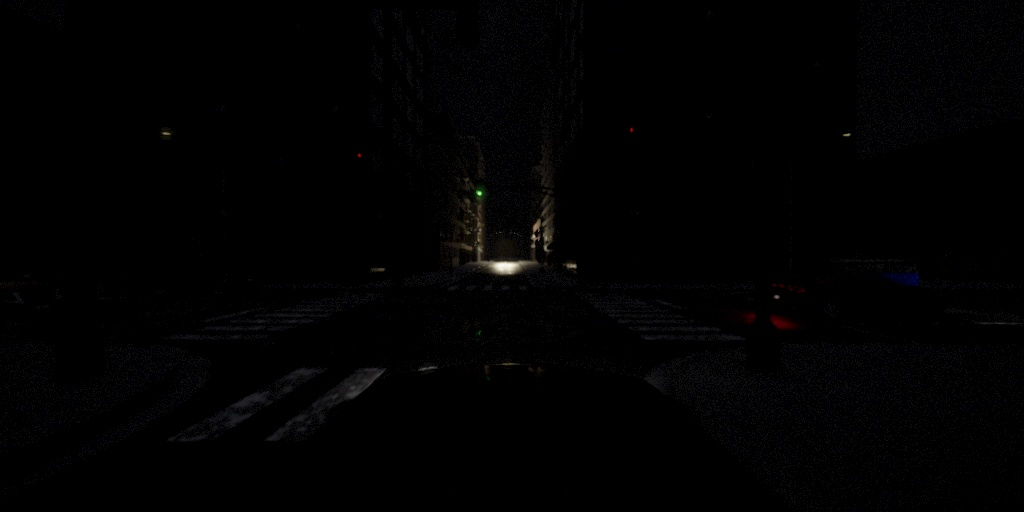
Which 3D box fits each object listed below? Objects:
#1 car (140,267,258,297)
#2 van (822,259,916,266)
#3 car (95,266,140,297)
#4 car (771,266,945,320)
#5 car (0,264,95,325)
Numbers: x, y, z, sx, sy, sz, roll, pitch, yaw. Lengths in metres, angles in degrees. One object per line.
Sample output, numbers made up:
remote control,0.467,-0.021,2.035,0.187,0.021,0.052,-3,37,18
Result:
car,-14.794,1.218,17.408,4.313,1.339,1.948,0,0,0
van,17.170,1.045,17.471,3.998,1.789,1.690,0,0,0
car,-20.305,1.187,17.400,4.507,1.381,1.888,0,0,0
car,11.356,1.216,12.050,5.008,1.535,1.882,0,0,0
car,-14.783,1.030,9.383,5.009,1.841,2.192,0,0,0
